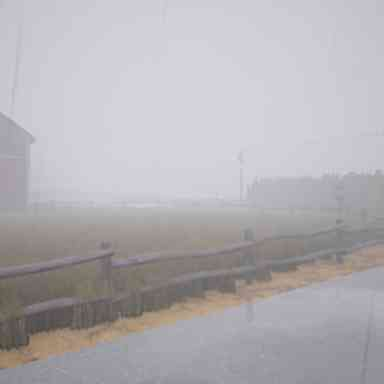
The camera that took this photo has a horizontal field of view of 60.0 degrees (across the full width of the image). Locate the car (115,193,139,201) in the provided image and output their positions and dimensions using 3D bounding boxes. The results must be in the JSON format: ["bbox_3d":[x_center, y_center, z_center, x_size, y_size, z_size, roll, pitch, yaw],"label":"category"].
[{"bbox_3d":[-10.641,1.226,53.764,2.150,2.045,5.566,0,0,-35],"label":"car"}]

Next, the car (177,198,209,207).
[{"bbox_3d":[-0.075,1.446,38.638,2.033,1.411,5.357,0,0,-35],"label":"car"}]
